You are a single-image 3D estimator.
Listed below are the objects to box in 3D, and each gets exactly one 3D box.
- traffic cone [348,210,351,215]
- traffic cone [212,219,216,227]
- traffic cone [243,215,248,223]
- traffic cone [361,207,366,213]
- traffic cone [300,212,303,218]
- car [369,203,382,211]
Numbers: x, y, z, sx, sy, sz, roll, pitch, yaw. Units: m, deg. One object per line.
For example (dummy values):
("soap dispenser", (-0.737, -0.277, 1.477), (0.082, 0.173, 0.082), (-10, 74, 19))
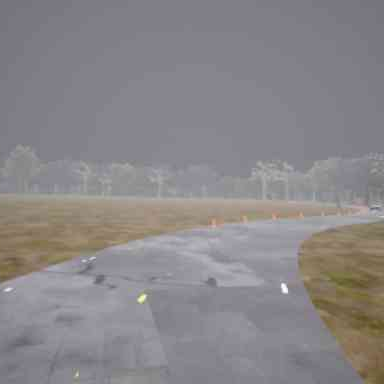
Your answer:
("traffic cone", (21.345, 2.775, 45.075), (0.340, 0.580, 0.340), (1, -1, 39))
("traffic cone", (1.457, 2.051, 22.152), (0.340, 0.580, 0.340), (1, 0, 29))
("traffic cone", (4.283, 2.153, 26.642), (0.340, 0.580, 0.340), (1, -1, 35))
("traffic cone", (27.042, 3.011, 52.939), (0.340, 0.580, 0.340), (1, -1, 33))
("traffic cone", (11.343, 2.402, 34.495), (0.340, 0.580, 0.340), (2, -1, -42))
("car", (36.757, 2.990, 66.654), (2.033, 1.411, 5.357), (1, 0, 23))
